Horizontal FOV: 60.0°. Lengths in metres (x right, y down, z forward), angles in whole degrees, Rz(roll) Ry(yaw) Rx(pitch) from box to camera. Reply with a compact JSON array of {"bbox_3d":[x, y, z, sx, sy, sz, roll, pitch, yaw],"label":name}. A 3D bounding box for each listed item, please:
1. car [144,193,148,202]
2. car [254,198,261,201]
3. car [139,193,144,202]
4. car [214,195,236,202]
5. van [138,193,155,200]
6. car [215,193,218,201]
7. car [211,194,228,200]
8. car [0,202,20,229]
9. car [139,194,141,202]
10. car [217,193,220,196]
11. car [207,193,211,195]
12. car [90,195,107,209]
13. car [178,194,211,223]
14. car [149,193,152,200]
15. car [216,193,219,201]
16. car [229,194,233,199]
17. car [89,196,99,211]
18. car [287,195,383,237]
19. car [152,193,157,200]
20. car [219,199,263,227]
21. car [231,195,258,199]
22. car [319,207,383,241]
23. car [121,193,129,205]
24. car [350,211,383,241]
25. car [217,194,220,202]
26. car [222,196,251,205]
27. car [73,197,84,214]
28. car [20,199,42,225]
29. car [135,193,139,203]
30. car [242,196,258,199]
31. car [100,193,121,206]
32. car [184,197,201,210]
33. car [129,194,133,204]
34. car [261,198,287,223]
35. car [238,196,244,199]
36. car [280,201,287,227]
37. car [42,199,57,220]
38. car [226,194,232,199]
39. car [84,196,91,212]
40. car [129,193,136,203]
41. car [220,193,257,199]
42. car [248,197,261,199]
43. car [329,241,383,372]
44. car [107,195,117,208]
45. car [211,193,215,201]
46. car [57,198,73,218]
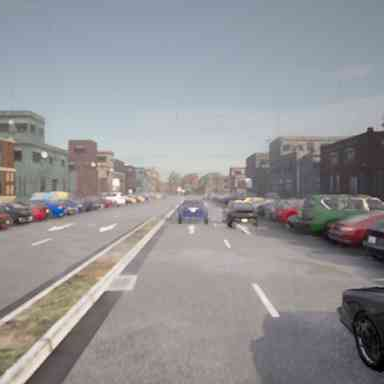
[{"bbox_3d":[-12.730,1.432,71.481,5.008,1.535,2.097,0,0,0],"label":"car"},{"bbox_3d":[7.649,1.411,26.387,4.792,1.488,2.163,0,0,0],"label":"car"},{"bbox_3d":[-12.725,1.418,65.805,5.008,1.535,2.097,0,0,0],"label":"car"},{"bbox_3d":[7.480,1.503,76.024,4.792,1.488,2.163,0,0,0],"label":"car"},{"bbox_3d":[-12.885,1.247,93.717,4.442,1.987,1.878,0,0,0],"label":"van"},{"bbox_3d":[7.501,1.319,67.750,4.553,1.767,2.185,0,0,0],"label":"car"},{"bbox_3d":[7.494,1.381,92.447,4.553,1.767,2.185,0,0,0],"label":"car"},{"bbox_3d":[-12.778,1.404,18.560,5.008,1.535,2.097,0,0,0],"label":"car"},{"bbox_3d":[-12.752,1.441,63.150,4.792,1.488,2.163,0,0,0],"label":"car"},{"bbox_3d":[7.545,1.463,62.234,4.674,1.452,2.002,0,0,0],"label":"car"},{"bbox_3d":[7.499,1.252,89.812,5.566,2.045,2.435,0,0,0],"label":"car"},{"bbox_3d":[-12.758,1.379,38.015,4.892,1.521,2.231,0,0,0],"label":"car"},{"bbox_3d":[0.081,1.259,24.516,2.097,1.767,4.553,0,0,0],"label":"car"},{"bbox_3d":[-12.707,1.193,77.040,5.566,2.045,2.435,0,0,0],"label":"car"},{"bbox_3d":[7.536,1.475,65.122,4.674,1.452,2.002,0,0,0],"label":"car"},{"bbox_3d":[7.629,1.405,42.935,4.792,1.488,2.163,0,0,0],"label":"car"},{"bbox_3d":[-12.783,1.409,35.235,4.792,1.488,2.163,0,0,0],"label":"car"},{"bbox_3d":[7.657,1.160,15.358,5.566,2.045,2.435,0,0,0],"label":"car"},{"bbox_3d":[-12.756,1.470,90.937,4.892,1.521,2.231,0,0,0],"label":"car"},{"bbox_3d":[3.084,1.416,21.923,1.837,1.490,4.892,0,0,0],"label":"car"},{"bbox_3d":[7.425,1.370,37.415,5.366,1.575,1.946,0,0,0],"label":"car"},{"bbox_3d":[7.628,1.461,12.601,4.674,1.452,2.002,0,0,0],"label":"car"},{"bbox_3d":[-12.767,1.133,49.254,5.566,2.045,2.435,0,0,0],"label":"car"},{"bbox_3d":[7.662,1.462,9.844,4.792,1.488,2.163,0,0,0],"label":"car"},{"bbox_3d":[7.549,1.413,59.477,5.008,1.535,2.097,0,0,0],"label":"car"},{"bbox_3d":[7.565,1.443,56.719,4.674,1.452,2.002,0,0,0],"label":"car"},{"bbox_3d":[-12.766,1.385,29.802,4.892,1.521,2.231,0,0,0],"label":"car"},{"bbox_3d":[-12.763,1.399,21.340,4.892,1.521,2.231,0,0,0],"label":"car"},{"bbox_3d":[-12.912,1.402,60.372,5.366,1.575,1.946,0,0,0],"label":"car"},{"bbox_3d":[7.586,1.404,31.902,4.792,1.488,2.163,0,0,0],"label":"car"},{"bbox_3d":[-12.774,1.256,46.441,4.553,1.767,2.185,0,0,0],"label":"car"},{"bbox_3d":[0.064,1.371,40.980,1.882,1.535,5.008,0,0,0],"label":"car"},{"bbox_3d":[-12.703,1.422,54.814,4.792,1.488,2.163,0,0,0],"label":"car"},{"bbox_3d":[7.591,1.262,23.630,4.553,1.767,2.185,0,0,0],"label":"car"},{"bbox_3d":[7.584,1.403,34.658,4.792,1.488,2.163,0,0,0],"label":"car"},{"bbox_3d":[7.597,1.432,18.117,4.792,1.488,2.163,0,0,0],"label":"car"},{"bbox_3d":[-12.796,1.421,24.118,4.792,1.488,2.163,0,0,0],"label":"car"},{"bbox_3d":[7.778,1.375,45.694,5.366,1.575,1.946,0,0,0],"label":"car"},{"bbox_3d":[-12.755,1.421,32.456,4.674,1.452,2.002,0,0,0],"label":"car"},{"bbox_3d":[-12.700,1.428,57.592,4.792,1.488,2.163,0,0,0],"label":"car"},{"bbox_3d":[7.549,1.137,51.206,5.566,2.045,2.435,0,0,0],"label":"car"},{"bbox_3d":[7.615,1.418,29.181,4.674,1.452,2.002,0,0,0],"label":"car"},{"bbox_3d":[3.099,1.531,2.536,2.033,1.411,5.357,0,0,0],"label":"car"},{"bbox_3d":[-12.742,1.419,43.571,4.674,1.452,2.002,0,0,0],"label":"car"},{"bbox_3d":[7.496,1.203,70.508,5.566,2.045,2.435,0,0,0],"label":"car"},{"bbox_3d":[-12.758,1.387,27.023,5.008,1.535,2.097,0,0,0],"label":"car"}]
